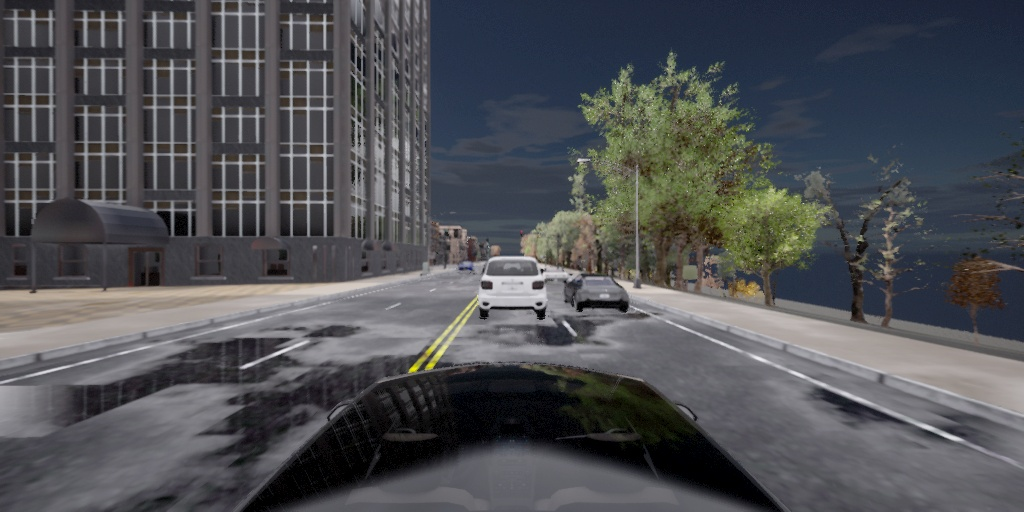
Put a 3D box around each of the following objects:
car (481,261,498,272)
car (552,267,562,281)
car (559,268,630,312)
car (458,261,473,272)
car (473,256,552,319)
[{"bbox_3d":[-3.314,1.531,53.218,2.128,1.511,4.902,0,0,0],"label":"car"},{"bbox_3d":[3.279,1.502,28.833,1.895,1.301,4.718,0,0,0],"label":"car"},{"bbox_3d":[3.293,1.387,14.681,1.994,1.385,4.181,0,0,0],"label":"car"},{"bbox_3d":[-6.571,1.510,52.058,1.882,1.535,5.008,0,-1,0],"label":"car"},{"bbox_3d":[0.030,1.037,13.278,2.150,2.045,5.566,0,0,0],"label":"car"}]
